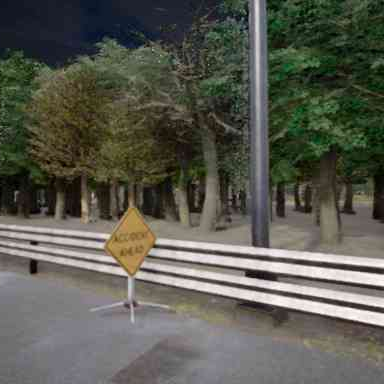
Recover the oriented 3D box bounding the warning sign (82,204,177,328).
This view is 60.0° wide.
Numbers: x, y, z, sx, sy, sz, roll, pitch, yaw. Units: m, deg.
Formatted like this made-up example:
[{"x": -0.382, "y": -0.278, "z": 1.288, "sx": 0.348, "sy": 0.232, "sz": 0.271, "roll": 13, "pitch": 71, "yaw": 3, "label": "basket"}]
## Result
[{"x": -1.089, "y": 1.166, "z": 5.945, "sx": 1.060, "sy": 1.860, "sz": 1.300, "roll": -1, "pitch": -1, "yaw": 36, "label": "warning sign"}]
